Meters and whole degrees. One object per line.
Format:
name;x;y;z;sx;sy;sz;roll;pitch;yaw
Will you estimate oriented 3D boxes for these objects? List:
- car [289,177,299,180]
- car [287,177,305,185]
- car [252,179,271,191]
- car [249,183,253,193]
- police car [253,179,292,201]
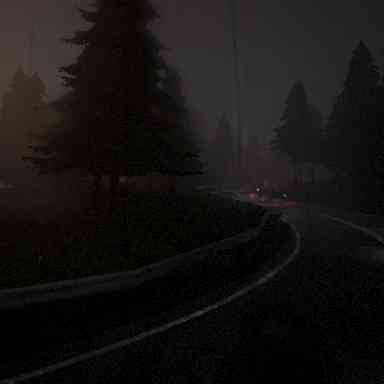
car;19.456;-1.912;62.124;2.128;1.511;4.902;1;3;39
car;22.070;-2.344;70.309;1.882;1.535;5.008;1;3;40
car;9.847;-1.029;46.857;1.801;1.575;5.366;1;4;22
car;8.222;-0.615;41.406;1.812;1.442;4.674;2;4;11
police car;7.981;-0.107;32.373;1.930;1.638;5.238;2;4;-8
